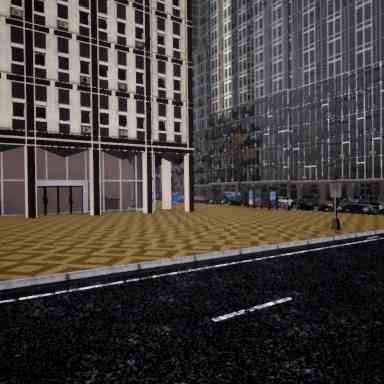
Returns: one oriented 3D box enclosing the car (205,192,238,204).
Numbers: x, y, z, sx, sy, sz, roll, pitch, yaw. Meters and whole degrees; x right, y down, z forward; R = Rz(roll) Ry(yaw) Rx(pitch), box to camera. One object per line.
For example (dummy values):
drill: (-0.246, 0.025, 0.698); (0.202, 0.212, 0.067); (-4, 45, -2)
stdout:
car: (4.681, 1.150, 53.545); (1.837, 1.490, 4.892); (-1, 1, -34)

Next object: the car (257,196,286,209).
car: (9.721, 1.387, 41.324); (1.802, 1.307, 4.206); (0, 1, -34)

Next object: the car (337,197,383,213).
car: (17.307, 1.340, 34.959); (2.128, 1.511, 4.902); (-1, 1, -34)

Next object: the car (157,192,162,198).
car: (-5.634, 0.614, 78.989); (2.192, 1.841, 5.009); (0, 1, -34)

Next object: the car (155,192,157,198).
car: (-8.831, 0.686, 83.689); (1.967, 1.590, 4.097); (0, 1, -34)

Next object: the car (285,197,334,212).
car: (12.903, 1.423, 36.612); (1.947, 1.339, 4.313); (0, 1, -34)

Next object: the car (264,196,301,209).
car: (11.691, 1.283, 43.218); (1.812, 1.442, 4.674); (-1, 1, -34)

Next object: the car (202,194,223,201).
car: (3.957, 1.043, 64.894); (1.802, 1.307, 4.206); (0, 1, -34)

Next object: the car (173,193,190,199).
car: (-2.437, 0.935, 74.293); (1.802, 1.307, 4.206); (0, 1, -34)

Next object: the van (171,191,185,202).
van: (-2.973, 0.937, 60.179); (1.690, 1.788, 3.998); (0, 1, -34)

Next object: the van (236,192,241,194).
van: (7.152, 0.854, 60.191); (1.690, 1.788, 3.998); (0, 1, -34)

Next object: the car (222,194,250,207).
car: (6.572, 1.319, 46.055); (1.947, 1.339, 4.313); (0, 1, -34)
